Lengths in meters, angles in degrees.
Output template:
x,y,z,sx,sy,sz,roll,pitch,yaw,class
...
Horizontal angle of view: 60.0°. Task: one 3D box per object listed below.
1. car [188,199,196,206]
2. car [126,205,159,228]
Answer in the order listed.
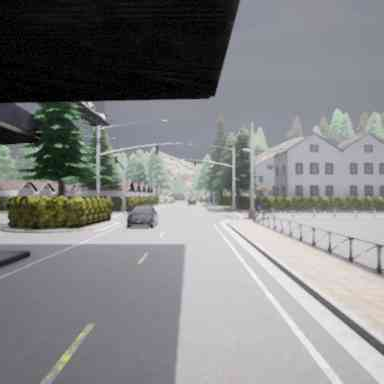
x,y,z,sx,sy,sz,roll,pitch,yaw,class
-0.043,2.294,74.843,1.837,1.490,4.892,0,-1,0,car
-3.533,1.777,24.393,1.837,1.490,4.892,0,-1,0,car
